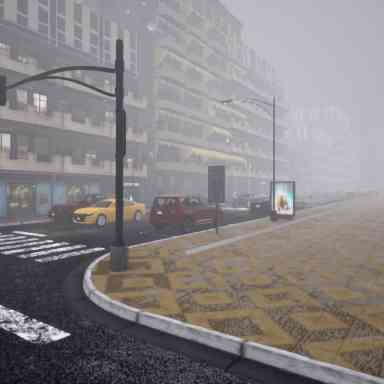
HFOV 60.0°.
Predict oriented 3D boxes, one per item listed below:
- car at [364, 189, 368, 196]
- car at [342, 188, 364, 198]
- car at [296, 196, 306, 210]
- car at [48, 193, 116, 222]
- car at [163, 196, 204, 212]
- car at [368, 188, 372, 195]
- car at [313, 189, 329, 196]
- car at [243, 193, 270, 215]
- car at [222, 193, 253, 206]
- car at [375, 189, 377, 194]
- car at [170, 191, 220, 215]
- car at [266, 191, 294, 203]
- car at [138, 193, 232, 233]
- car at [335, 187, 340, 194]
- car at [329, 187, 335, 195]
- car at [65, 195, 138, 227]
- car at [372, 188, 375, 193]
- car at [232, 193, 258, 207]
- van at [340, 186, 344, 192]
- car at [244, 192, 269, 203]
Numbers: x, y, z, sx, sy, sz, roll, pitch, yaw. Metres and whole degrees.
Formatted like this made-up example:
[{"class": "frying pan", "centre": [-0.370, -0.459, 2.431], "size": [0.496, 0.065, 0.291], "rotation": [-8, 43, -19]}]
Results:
[{"class": "car", "centre": [31.578, 0.098, 63.213], "size": [1.967, 1.590, 4.097], "rotation": [1, 2, 35]}, {"class": "car", "centre": [28.403, 0.308, 58.668], "size": [1.887, 1.381, 4.507], "rotation": [1, 2, 35]}, {"class": "car", "centre": [9.353, 0.965, 31.376], "size": [1.947, 1.339, 4.313], "rotation": [1, 2, 35]}, {"class": "car", "centre": [-7.076, 1.010, 22.469], "size": [2.192, 1.841, 5.009], "rotation": [1, 2, 35]}, {"class": "car", "centre": [-0.730, 1.069, 31.572], "size": [1.802, 1.307, 4.206], "rotation": [2, 2, 35]}, {"class": "car", "centre": [34.753, 0.095, 67.765], "size": [1.887, 1.381, 4.507], "rotation": [1, 2, 35]}, {"class": "car", "centre": [27.838, -0.025, 72.497], "size": [1.967, 1.590, 4.097], "rotation": [2, 2, 35]}, {"class": "car", "centre": [6.178, 1.069, 26.827], "size": [1.947, 1.339, 4.313], "rotation": [1, 2, 35]}, {"class": "car", "centre": [5.619, 0.828, 40.667], "size": [2.008, 1.369, 4.403], "rotation": [2, 2, 35]}, {"class": "car", "centre": [44.277, -0.221, 81.411], "size": [2.008, 1.369, 4.403], "rotation": [1, 2, 35]}, {"class": "car", "centre": [0.339, 0.878, 28.601], "size": [2.097, 1.767, 4.553], "rotation": [0, 1, 35]}, {"class": "car", "centre": [12.084, 0.631, 45.338], "size": [2.128, 1.511, 4.902], "rotation": [0, 1, 35]}, {"class": "car", "centre": [-0.170, 1.026, 17.724], "size": [2.192, 1.841, 5.009], "rotation": [1, 2, 35]}, {"class": "car", "centre": [34.187, -0.240, 81.593], "size": [1.967, 1.590, 4.097], "rotation": [2, 2, 35]}, {"class": "car", "centre": [31.012, -0.027, 77.048], "size": [1.887, 1.381, 4.507], "rotation": [2, 2, 35]}, {"class": "car", "centre": [-5.045, 1.180, 20.880], "size": [1.882, 1.535, 5.008], "rotation": [0, 1, 34]}, {"class": "car", "centre": [37.928, -0.012, 72.314], "size": [1.887, 1.381, 4.507], "rotation": [1, 2, 35]}, {"class": "car", "centre": [6.080, 0.842, 36.812], "size": [1.837, 1.490, 4.892], "rotation": [0, 1, 35]}, {"class": "van", "centre": [37.362, -0.446, 86.137], "size": [1.690, 1.788, 3.998], "rotation": [2, 2, 35]}, {"class": "car", "centre": [8.792, 0.754, 45.214], "size": [1.802, 1.307, 4.206], "rotation": [2, 2, 35]}]
